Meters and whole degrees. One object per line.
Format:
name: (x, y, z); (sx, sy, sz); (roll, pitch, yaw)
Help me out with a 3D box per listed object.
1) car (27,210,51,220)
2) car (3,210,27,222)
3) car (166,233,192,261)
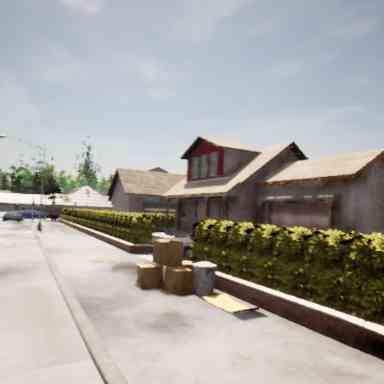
car: (-24.513, 3.520, 51.595); (5.008, 1.535, 1.882); (4, -4, -27)
car: (-23.523, 3.183, 43.931); (1.994, 1.385, 4.181); (4, -4, -20)
car: (1.023, 2.356, 15.165); (5.357, 1.415, 2.033); (4, -4, -24)
